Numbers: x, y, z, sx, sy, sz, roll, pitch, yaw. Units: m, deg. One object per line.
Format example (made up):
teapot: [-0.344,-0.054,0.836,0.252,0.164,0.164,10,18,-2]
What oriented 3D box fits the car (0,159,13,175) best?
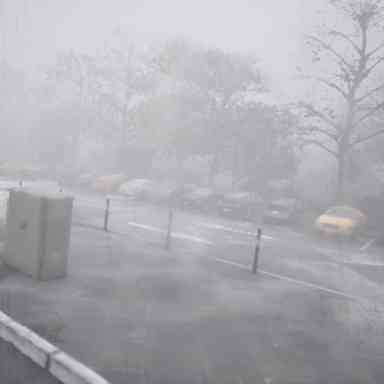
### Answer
car: [-19.269,-2.626,36.132,1.946,1.575,5.366,8,5,35]

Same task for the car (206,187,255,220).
car: [3.314,0.737,20.346,2.231,1.521,4.892,9,5,35]

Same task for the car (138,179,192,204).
car: [-1.148,-0.062,23.554,2.185,1.767,4.553,9,5,35]

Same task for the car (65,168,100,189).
car: [-7.929,-0.906,28.318,2.002,1.452,4.674,8,5,35]

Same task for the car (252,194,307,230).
car: [5.578,1.102,18.784,2.163,1.488,4.792,9,5,35]

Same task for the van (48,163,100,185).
van: [-10.080,-1.506,29.990,1.878,1.987,4.442,8,5,35]

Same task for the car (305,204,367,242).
car: [7.703,1.407,17.014,1.946,1.575,5.366,9,5,35]

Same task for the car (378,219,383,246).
car: [10.074,1.778,15.598,2.163,1.488,4.792,9,5,35]

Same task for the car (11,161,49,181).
car: [-14.685,-1.923,33.075,2.163,1.488,4.792,8,5,35]

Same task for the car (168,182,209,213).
car: [1.073,0.399,21.949,2.097,1.535,5.008,9,5,35]

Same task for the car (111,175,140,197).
car: [-3.431,-0.234,25.131,2.002,1.452,4.674,8,5,35]

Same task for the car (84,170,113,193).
car: [-5.676,-0.610,26.719,2.097,1.535,5.008,8,5,35]
